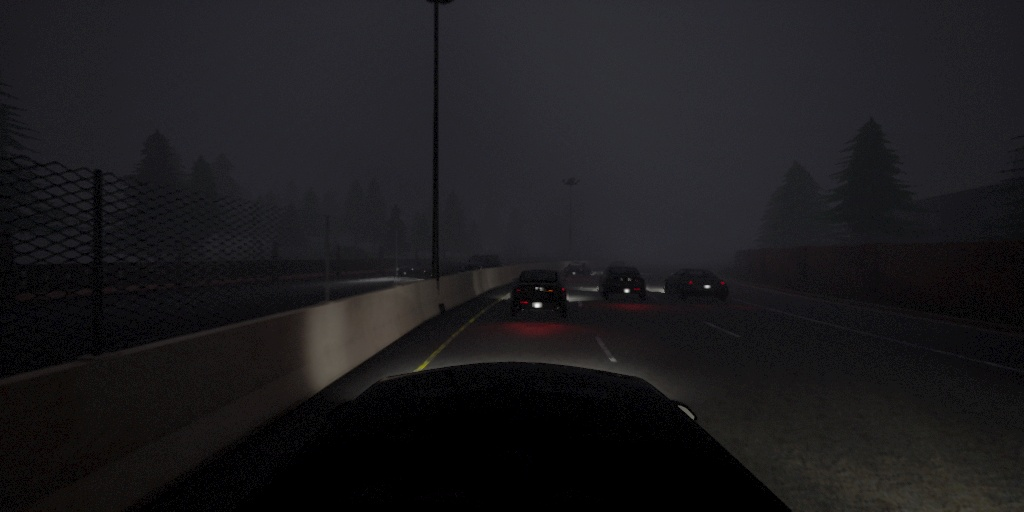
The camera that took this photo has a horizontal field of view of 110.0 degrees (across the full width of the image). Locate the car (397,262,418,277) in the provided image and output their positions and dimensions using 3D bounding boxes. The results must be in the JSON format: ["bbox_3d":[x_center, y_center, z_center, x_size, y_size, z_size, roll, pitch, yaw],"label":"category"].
[{"bbox_3d":[-8.804,1.218,33.852,1.895,1.301,4.718,0,0,18],"label":"car"}]

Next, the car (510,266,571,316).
[{"bbox_3d":[1.052,1.222,13.233,1.837,1.490,4.892,0,0,7],"label":"car"}]

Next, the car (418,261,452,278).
[{"bbox_3d":[-5.798,1.182,31.807,2.033,1.411,5.357,0,0,17],"label":"car"}]

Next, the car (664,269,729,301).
[{"bbox_3d":[8.858,1.296,17.539,1.994,1.385,4.181,0,0,11],"label":"car"}]

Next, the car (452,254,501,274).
[{"bbox_3d":[-2.599,0.876,30.224,2.150,2.045,5.566,0,0,17],"label":"car"}]

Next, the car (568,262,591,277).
[{"bbox_3d":[6.392,1.271,34.411,1.895,1.301,4.718,0,0,21],"label":"car"}]

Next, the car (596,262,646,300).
[{"bbox_3d":[5.313,1.223,17.663,1.837,1.490,4.892,0,0,10],"label":"car"}]
